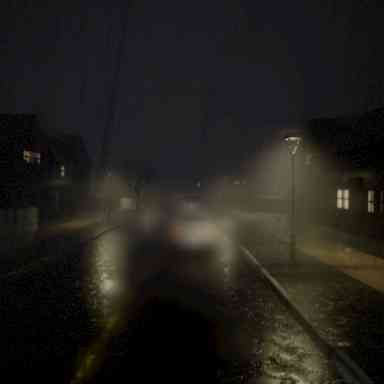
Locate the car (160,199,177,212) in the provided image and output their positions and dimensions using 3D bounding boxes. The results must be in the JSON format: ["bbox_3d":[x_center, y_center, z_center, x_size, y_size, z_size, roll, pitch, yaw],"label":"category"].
[{"bbox_3d":[-2.824,1.604,41.412,2.128,1.511,4.902,0,0,0],"label":"car"}]

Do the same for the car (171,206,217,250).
[{"bbox_3d":[0.088,1.566,14.465,1.812,1.442,4.674,0,0,0],"label":"car"}]

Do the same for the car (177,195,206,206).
[{"bbox_3d":[0.099,1.302,29.751,2.150,2.045,5.566,0,0,0],"label":"car"}]
